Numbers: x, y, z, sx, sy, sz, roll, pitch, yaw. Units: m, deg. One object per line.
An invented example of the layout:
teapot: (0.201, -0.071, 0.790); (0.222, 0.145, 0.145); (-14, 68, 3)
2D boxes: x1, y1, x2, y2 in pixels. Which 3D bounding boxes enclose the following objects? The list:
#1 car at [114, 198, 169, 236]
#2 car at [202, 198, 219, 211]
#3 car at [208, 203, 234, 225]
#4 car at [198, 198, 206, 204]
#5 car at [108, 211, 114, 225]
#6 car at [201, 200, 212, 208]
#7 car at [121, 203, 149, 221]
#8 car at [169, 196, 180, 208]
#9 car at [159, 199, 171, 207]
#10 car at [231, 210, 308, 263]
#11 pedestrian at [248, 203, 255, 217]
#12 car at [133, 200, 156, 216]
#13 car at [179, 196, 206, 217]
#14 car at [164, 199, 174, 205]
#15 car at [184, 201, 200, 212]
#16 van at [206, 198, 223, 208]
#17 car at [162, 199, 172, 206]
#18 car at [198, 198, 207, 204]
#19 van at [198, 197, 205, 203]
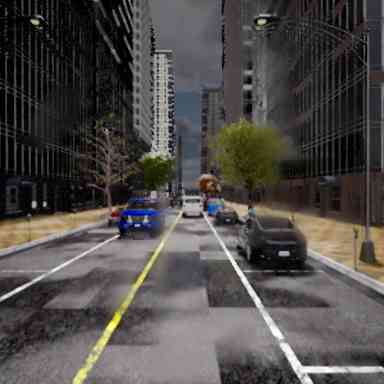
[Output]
car: (-2.837, 1.406, 20.051); (2.150, 2.045, 5.566); (0, -1, 0)
car: (2.583, 1.766, 48.584); (2.192, 1.841, 5.009); (-1, -1, 0)
car: (2.572, 1.790, 25.989); (2.008, 1.369, 4.403); (-1, -1, 0)
car: (2.613, 2.370, 88.121); (1.887, 1.381, 4.507); (-1, -1, 0)
car: (-5.308, 1.821, 25.963); (1.802, 1.307, 4.206); (-1, -1, 0)
car: (2.594, 2.102, 59.879); (1.887, 1.381, 4.507); (-1, -1, 0)
car: (-5.307, 1.836, 31.612); (1.887, 1.381, 4.507); (-1, -1, 0)
car: (-2.737, 1.788, 61.478); (2.150, 2.045, 5.566); (0, -1, 1)
car: (-5.282, 2.161, 65.501); (2.008, 1.369, 4.403); (-1, -1, 0)
car: (2.758, 1.620, 12.376); (1.837, 1.490, 4.892); (0, -1, 0)
pedestrian: (2.738, 1.435, 15.311); (0.375, 1.860, 0.375); (-1, 0, 0)
car: (-5.303, 1.784, 37.261); (1.967, 1.590, 4.097); (-1, -1, 0)
car: (0.095, 1.548, 35.341); (2.150, 2.045, 5.566); (0, -1, 0)
car: (-5.275, 2.262, 76.798); (1.887, 1.381, 4.507); (-1, -1, 0)
car: (0.035, 1.976, 46.192); (2.033, 1.411, 5.357); (0, -1, 0)
van: (2.576, 1.686, 37.287); (1.690, 1.788, 3.998); (-1, -1, 0)
car: (-5.278, 2.246, 71.149); (1.802, 1.307, 4.206); (-1, -1, 0)
car: (2.607, 2.212, 82.474); (1.967, 1.590, 4.097); (-1, -1, 0)
van: (2.613, 2.220, 93.772); (1.690, 1.788, 3.998); (-1, -1, 0)
